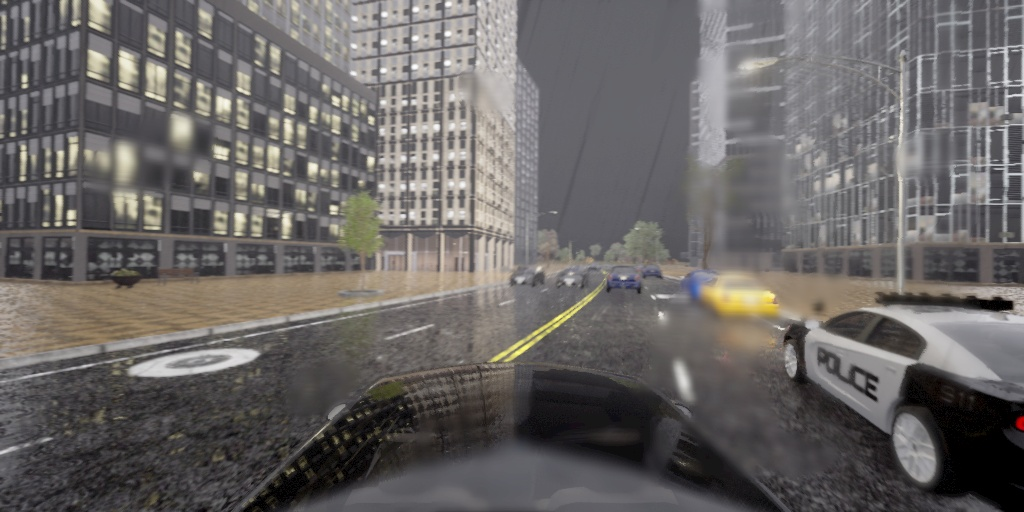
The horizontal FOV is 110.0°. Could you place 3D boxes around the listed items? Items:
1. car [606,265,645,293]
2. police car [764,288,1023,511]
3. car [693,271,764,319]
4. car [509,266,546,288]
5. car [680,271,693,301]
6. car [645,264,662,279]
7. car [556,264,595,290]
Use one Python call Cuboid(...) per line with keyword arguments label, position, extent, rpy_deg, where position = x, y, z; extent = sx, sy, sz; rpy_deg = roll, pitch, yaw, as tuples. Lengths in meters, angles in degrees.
Cuboid(label="car", position=(7.481, 1.413, 23.920), extent=(2.097, 1.767, 4.553), rpy_deg=(1, -1, 18))
Cuboid(label="police car", position=(5.017, 1.272, 4.319), extent=(1.930, 1.638, 5.238), rpy_deg=(1, -1, 21))
Cuboid(label="car", position=(8.530, 1.441, 13.936), extent=(1.801, 1.575, 5.366), rpy_deg=(1, -1, 19))
Cuboid(label="car", position=(1.261, 1.487, 26.436), extent=(2.128, 1.511, 4.902), rpy_deg=(1, -1, 18))
Cuboid(label="car", position=(10.435, 1.541, 19.523), extent=(1.882, 1.535, 5.008), rpy_deg=(1, -1, 18))
Cuboid(label="car", position=(16.095, 1.707, 41.705), extent=(2.097, 1.767, 4.553), rpy_deg=(1, -1, 15))
Cuboid(label="car", position=(4.447, 1.526, 25.727), extent=(2.128, 1.511, 4.902), rpy_deg=(1, -1, 18))
